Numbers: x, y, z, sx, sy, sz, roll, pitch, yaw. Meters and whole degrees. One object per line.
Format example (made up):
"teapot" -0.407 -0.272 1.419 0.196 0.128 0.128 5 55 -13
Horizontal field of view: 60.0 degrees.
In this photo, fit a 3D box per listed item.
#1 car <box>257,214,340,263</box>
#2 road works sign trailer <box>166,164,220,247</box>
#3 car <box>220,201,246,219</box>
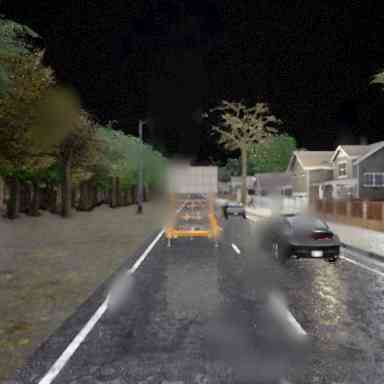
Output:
"car" 3.630 1.543 12.051 1.837 1.490 4.892 0 0 0
"road works sign trailer" 0.039 0.514 15.400 2.380 3.560 2.880 0 0 0
"car" 3.671 1.594 30.063 2.128 1.511 4.902 0 0 0
